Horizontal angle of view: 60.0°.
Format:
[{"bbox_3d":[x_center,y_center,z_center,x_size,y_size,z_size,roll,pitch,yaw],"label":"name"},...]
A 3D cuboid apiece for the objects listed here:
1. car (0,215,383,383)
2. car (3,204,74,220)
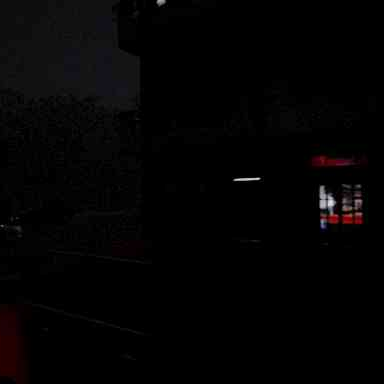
[{"bbox_3d":[-0.561,1.337,3.459,5.009,1.841,2.192,-1,-1,36],"label":"car"},{"bbox_3d":[-11.830,1.736,26.477,1.837,1.490,4.892,-2,1,37],"label":"car"}]
